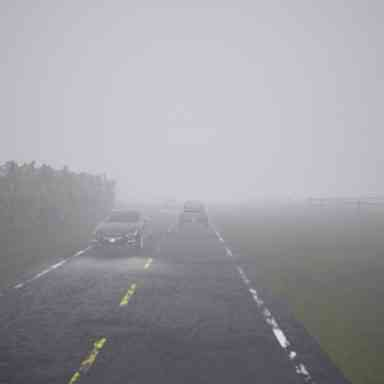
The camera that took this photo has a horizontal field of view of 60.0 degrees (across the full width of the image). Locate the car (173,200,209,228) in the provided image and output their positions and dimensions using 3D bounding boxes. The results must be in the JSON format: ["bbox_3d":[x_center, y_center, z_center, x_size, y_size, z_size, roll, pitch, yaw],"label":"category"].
[{"bbox_3d":[0.103,1.481,22.255,2.128,1.511,4.902,0,0,0],"label":"car"}]

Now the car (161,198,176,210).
[{"bbox_3d":[-2.838,1.526,42.208,2.033,1.411,5.357,0,0,0],"label":"car"}]

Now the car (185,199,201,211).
[{"bbox_3d":[0.107,1.580,40.765,1.895,1.301,4.718,0,0,0],"label":"car"}]

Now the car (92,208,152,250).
[{"bbox_3d":[-2.847,1.500,14.358,1.837,1.490,4.892,0,0,0],"label":"car"}]
